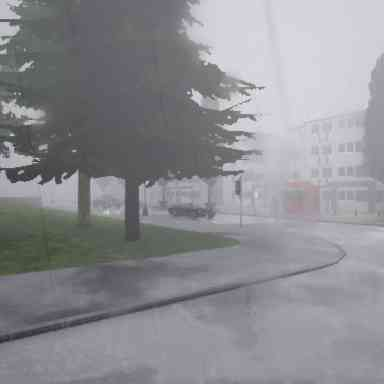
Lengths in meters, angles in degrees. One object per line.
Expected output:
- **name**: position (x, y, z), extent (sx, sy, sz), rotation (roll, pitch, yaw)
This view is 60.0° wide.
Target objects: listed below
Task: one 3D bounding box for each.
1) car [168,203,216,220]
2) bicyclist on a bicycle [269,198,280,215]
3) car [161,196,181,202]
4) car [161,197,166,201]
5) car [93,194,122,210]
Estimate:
- **car**: position (-0.061, 1.601, 28.300), extent (1.895, 1.301, 4.718), rotation (0, 0, -36)
- **bicyclist on a bicycle**: position (7.855, 1.349, 31.665), extent (1.656, 1.620, 0.582), rotation (0, 0, -36)
- **car**: position (-5.219, 1.673, 83.170), extent (4.974, 1.542, 2.038), rotation (0, 0, -6)
- **car**: position (-5.271, 1.515, 83.164), extent (4.536, 1.218, 1.853), rotation (0, 0, -6)
- **car**: position (-11.298, 1.223, 44.102), extent (2.150, 2.045, 5.566), rotation (0, 0, -35)
